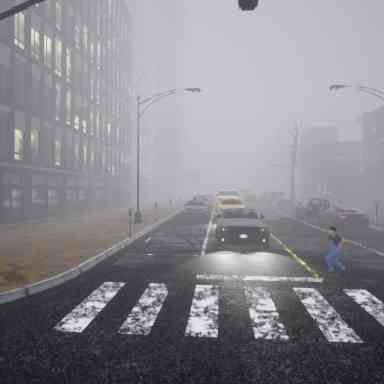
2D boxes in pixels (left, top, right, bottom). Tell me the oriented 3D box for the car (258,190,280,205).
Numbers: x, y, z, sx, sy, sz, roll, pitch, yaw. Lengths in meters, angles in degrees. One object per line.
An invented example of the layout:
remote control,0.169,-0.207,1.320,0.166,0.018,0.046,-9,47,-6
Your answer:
car,10.485,0.715,45.860,2.192,1.841,5.009,1,1,5

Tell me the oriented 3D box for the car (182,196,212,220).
car,0.286,1.226,24.451,1.802,1.307,4.206,1,1,5

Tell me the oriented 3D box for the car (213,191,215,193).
car,2.128,0.940,46.558,1.802,1.307,4.206,1,1,5

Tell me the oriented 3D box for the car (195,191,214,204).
car,0.749,1.015,29.975,1.967,1.590,4.097,1,1,5

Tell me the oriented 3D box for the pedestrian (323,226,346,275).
pedestrian,3.651,1.437,8.457,0.375,1.300,0.375,1,0,5

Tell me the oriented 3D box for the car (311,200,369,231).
car,8.176,1.338,18.226,1.802,1.307,4.206,1,1,5

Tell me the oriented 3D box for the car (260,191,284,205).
car,10.023,0.788,40.330,2.192,1.841,5.009,1,1,5

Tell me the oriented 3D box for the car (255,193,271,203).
car,10.956,0.848,51.559,1.752,1.417,4.829,1,1,5

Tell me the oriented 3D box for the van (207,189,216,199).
van,3.976,0.393,68.662,1.690,1.788,3.998,1,1,5

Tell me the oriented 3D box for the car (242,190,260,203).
car,7.650,0.922,43.784,1.837,1.490,4.892,0,1,5

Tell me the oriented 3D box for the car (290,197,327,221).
car,8.639,1.127,23.754,1.967,1.590,4.097,1,1,5

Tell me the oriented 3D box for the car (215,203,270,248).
car,1.980,1.353,13.679,1.994,1.385,4.181,0,1,5

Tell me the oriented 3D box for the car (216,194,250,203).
car,2.838,1.138,24.010,1.882,1.535,5.008,0,1,5

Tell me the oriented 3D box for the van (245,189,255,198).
van,12.787,0.357,73.494,1.690,1.788,3.998,1,1,5

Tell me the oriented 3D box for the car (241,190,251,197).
car,13.707,0.297,84.548,1.967,1.590,4.097,1,1,5

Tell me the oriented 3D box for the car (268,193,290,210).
car,9.559,1.096,34.808,2.008,1.369,4.403,1,1,5

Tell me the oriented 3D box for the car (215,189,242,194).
car,3.739,0.746,34.657,2.150,2.045,5.566,0,1,5
